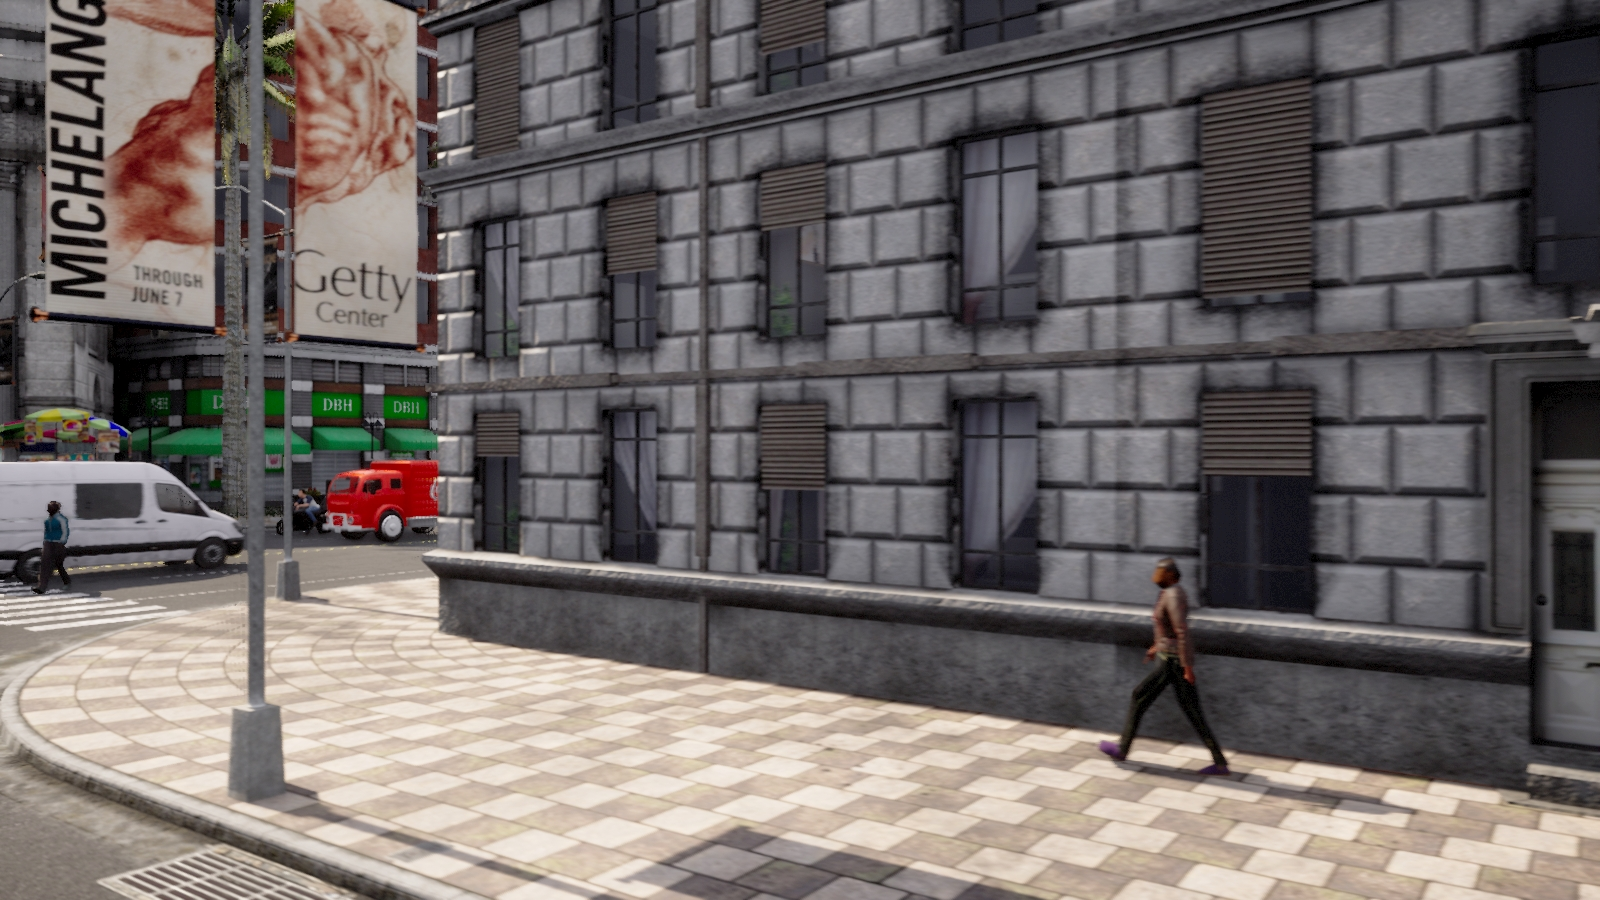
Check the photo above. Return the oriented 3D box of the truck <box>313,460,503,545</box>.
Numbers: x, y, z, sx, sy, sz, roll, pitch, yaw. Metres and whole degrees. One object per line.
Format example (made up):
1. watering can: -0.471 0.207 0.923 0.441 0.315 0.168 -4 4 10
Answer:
1. truck: -12.410 1.573 36.503 2.627 2.467 5.204 0 0 35

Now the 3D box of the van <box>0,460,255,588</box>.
1. van: -15.747 1.540 25.877 1.988 2.561 5.915 0 0 36

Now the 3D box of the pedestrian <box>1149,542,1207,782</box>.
1. pedestrian: 3.081 1.697 9.307 0.375 1.860 0.375 0 0 31

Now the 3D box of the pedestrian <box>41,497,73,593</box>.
1. pedestrian: -14.549 1.853 22.389 0.375 1.860 0.375 0 0 5
